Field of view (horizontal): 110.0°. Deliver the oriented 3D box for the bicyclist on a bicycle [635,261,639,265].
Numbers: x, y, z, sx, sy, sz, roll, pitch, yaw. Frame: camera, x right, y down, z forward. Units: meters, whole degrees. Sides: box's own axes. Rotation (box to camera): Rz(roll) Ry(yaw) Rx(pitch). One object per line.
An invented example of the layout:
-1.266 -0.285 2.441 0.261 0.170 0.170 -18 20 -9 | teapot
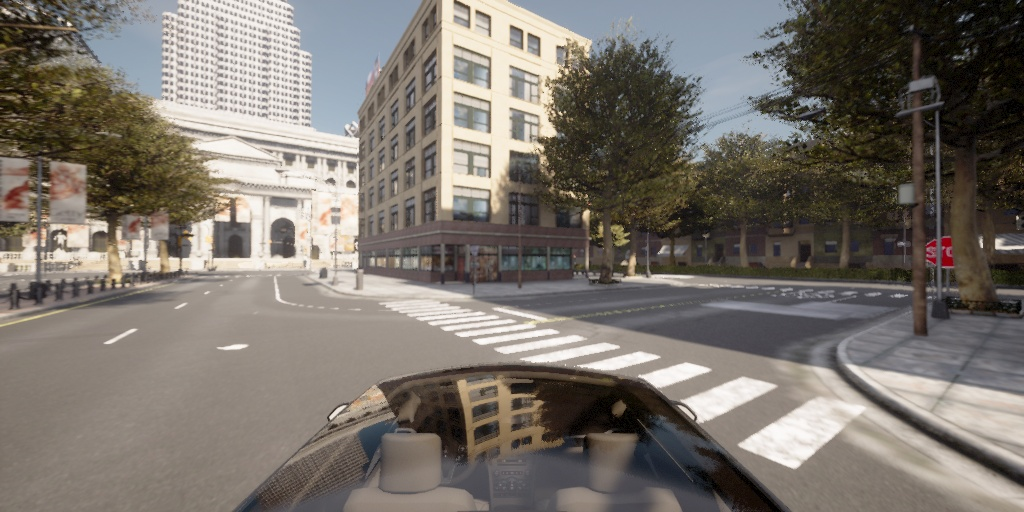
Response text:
19.727 1.640 56.637 1.656 1.620 0.582 0 -1 -34 | bicyclist on a bicycle
